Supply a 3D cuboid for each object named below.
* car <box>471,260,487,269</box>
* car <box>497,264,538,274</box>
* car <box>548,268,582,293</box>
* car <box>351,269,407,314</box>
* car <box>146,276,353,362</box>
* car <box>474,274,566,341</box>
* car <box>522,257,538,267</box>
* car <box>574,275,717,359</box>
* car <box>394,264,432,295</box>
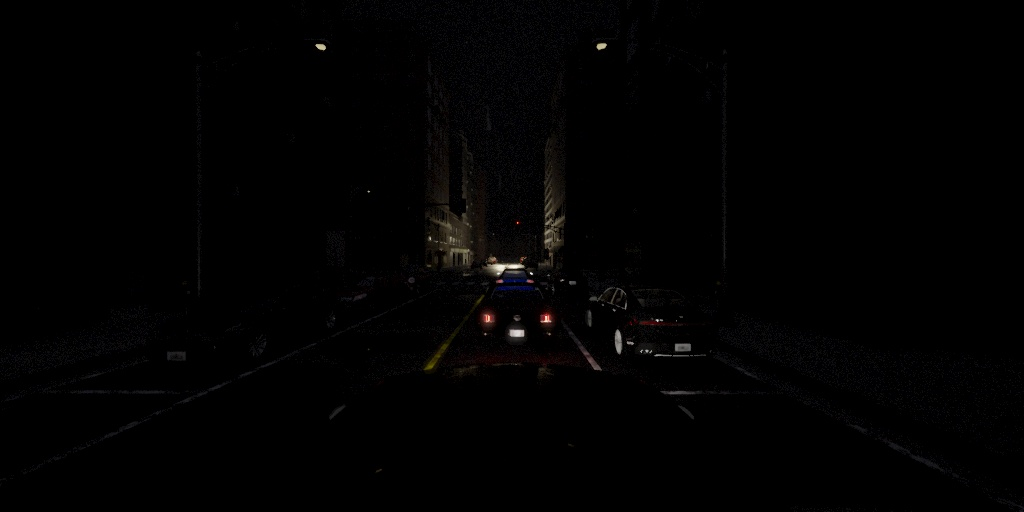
[{"bbox_3d":[-5.462,1.368,56.329,1.802,1.307,4.207,0,0,0],"label":"car"},{"bbox_3d":[0.149,1.315,18.582,1.994,1.385,4.181,0,0,1],"label":"car"},{"bbox_3d":[2.911,1.316,19.200,1.948,1.339,4.313,0,0,0],"label":"car"},{"bbox_3d":[-5.632,1.332,13.726,1.802,1.307,4.207,0,0,0],"label":"car"},{"bbox_3d":[-5.649,1.316,8.225,1.948,1.339,4.313,0,0,0],"label":"car"},{"bbox_3d":[0.120,1.351,9.823,1.895,1.301,4.718,0,0,0],"label":"car"},{"bbox_3d":[3.063,1.225,56.289,1.967,1.591,4.097,0,0,0],"label":"car"},{"bbox_3d":[2.876,1.300,8.198,2.007,1.370,4.403,0,0,0],"label":"car"},{"bbox_3d":[-5.614,1.190,19.227,1.967,1.591,4.097,0,0,0],"label":"car"}]
